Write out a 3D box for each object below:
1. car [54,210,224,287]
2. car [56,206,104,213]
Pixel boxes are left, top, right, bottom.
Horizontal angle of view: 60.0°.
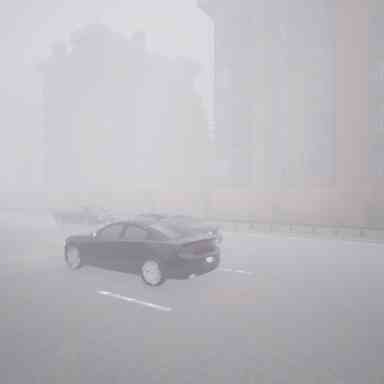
[{"bbox_3d":[-1.579,1.477,9.424,5.008,1.535,1.882,0,0,36],"label":"car"},{"bbox_3d":[-7.036,1.600,21.925,4.718,1.301,1.895,0,0,36],"label":"car"}]
